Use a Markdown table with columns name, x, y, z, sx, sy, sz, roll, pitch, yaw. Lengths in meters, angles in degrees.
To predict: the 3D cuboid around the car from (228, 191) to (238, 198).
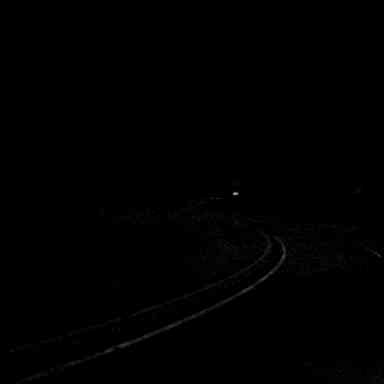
| name | x | y | z | sx | sy | sz | roll | pitch | yaw |
| --- | --- | --- | --- | --- | --- | --- | --- | --- | --- |
| car | 10.577 | 0.891 | 93.453 | 2.128 | 1.511 | 4.902 | -1 | 1 | 18 |

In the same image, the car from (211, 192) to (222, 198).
| name | x | y | z | sx | sy | sz | roll | pitch | yaw |
| --- | --- | --- | --- | --- | --- | --- | --- | --- | --- |
| car | 6.785 | 0.808 | 92.348 | 2.097 | 1.767 | 4.553 | -1 | 1 | 18 |
